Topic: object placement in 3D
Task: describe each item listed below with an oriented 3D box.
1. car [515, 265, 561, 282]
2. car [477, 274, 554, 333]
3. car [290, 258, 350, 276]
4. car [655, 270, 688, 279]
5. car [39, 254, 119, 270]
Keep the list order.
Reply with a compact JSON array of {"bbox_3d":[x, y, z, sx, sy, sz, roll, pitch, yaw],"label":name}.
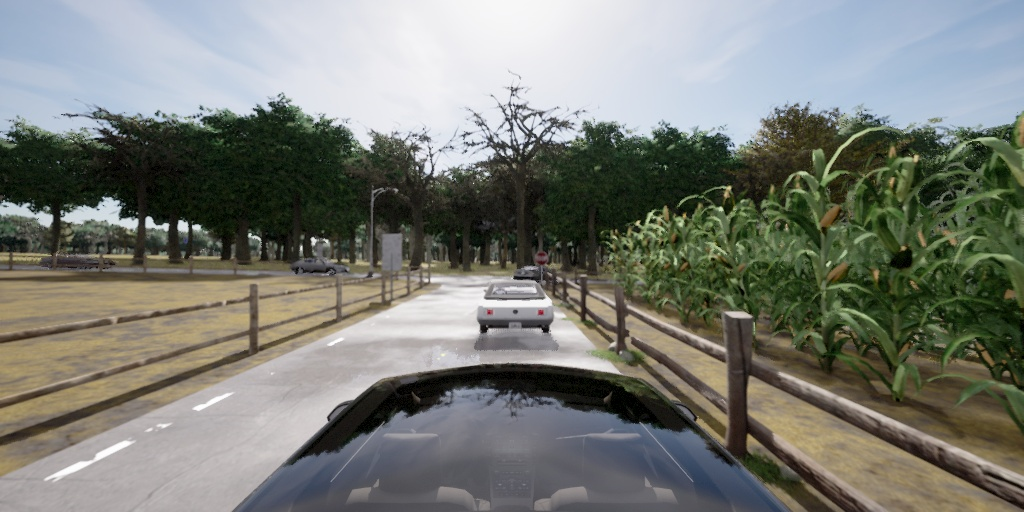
[{"bbox_3d":[2.147,1.439,28.983,2.033,1.411,5.357,0,-2,31],"label":"car"},{"bbox_3d":[0.067,1.383,10.810,1.895,1.301,4.718,0,0,0],"label":"car"},{"bbox_3d":[-17.118,0.973,32.122,4.902,1.511,2.128,2,0,0],"label":"car"},{"bbox_3d":[15.710,1.839,35.097,4.181,1.385,1.994,1,0,0],"label":"car"},{"bbox_3d":[-38.716,0.520,32.112,5.357,1.411,2.033,1,0,0],"label":"car"}]
